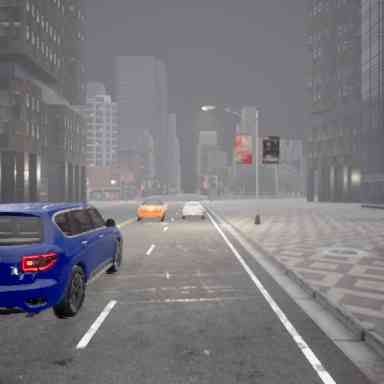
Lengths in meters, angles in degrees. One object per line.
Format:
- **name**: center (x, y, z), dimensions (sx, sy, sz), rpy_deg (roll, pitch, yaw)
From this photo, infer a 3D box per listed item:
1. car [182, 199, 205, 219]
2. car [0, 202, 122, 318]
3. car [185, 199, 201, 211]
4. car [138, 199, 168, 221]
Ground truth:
- **car**: center (0.120, 1.555, 29.378), dimensions (1.812, 1.442, 4.674), rpy_deg (0, 0, 0)
- **car**: center (-3.146, 1.234, 7.584), dimensions (2.150, 2.045, 5.566), rpy_deg (0, 0, 0)
- **car**: center (0.119, 1.605, 43.029), dimensions (1.994, 1.385, 4.181), rpy_deg (0, 0, 0)
- **car**: center (-3.135, 1.380, 27.389), dimensions (2.097, 1.767, 4.553), rpy_deg (0, 0, 0)
